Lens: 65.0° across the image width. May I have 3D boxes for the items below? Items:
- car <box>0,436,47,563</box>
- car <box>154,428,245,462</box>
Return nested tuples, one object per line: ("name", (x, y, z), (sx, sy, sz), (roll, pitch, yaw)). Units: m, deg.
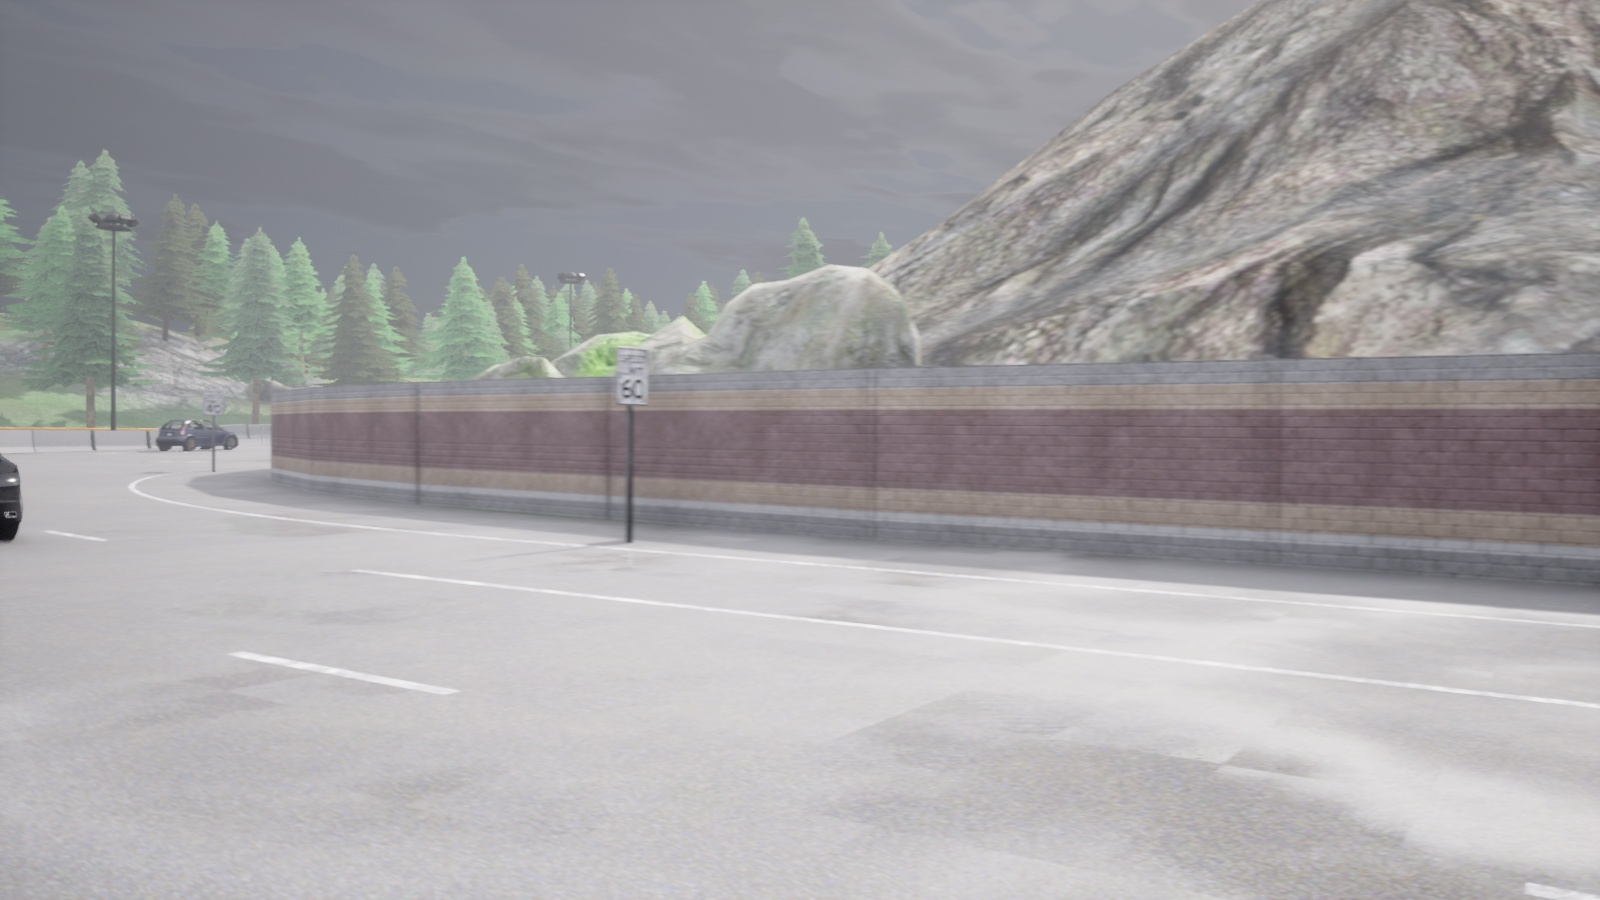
("car", (-11.574, 0.594, 16.073), (4.892, 1.490, 1.837), (0, 2, 41))
("car", (-29.878, -0.271, 62.597), (1.851, 1.617, 3.988), (0, 2, 18))
